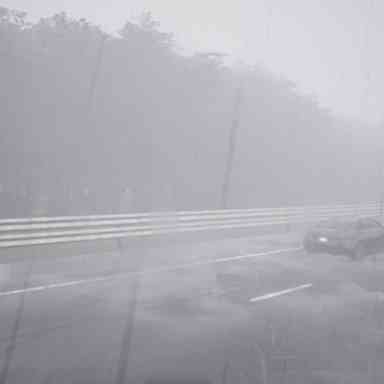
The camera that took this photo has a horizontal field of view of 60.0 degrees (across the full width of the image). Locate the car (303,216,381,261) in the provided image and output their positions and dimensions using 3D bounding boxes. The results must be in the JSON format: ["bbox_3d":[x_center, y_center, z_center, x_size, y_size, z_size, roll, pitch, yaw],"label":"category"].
[{"bbox_3d":[6.067,1.577,12.387,4.181,1.385,1.994,0,0,-35],"label":"car"}]

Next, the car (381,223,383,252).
[{"bbox_3d":[7.581,1.503,9.171,4.902,1.511,2.128,0,0,-35],"label":"car"}]
